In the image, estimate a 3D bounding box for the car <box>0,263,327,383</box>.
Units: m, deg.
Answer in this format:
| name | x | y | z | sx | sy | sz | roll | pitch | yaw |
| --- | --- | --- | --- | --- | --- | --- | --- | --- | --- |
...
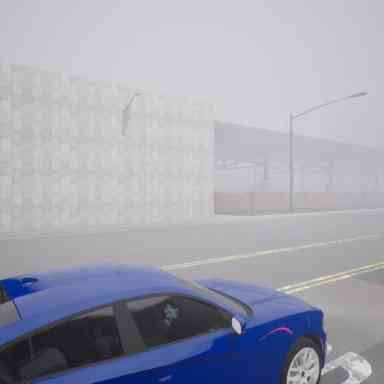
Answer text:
| name | x | y | z | sx | sy | sz | roll | pitch | yaw |
| --- | --- | --- | --- | --- | --- | --- | --- | --- | --- |
| car | -0.683 | 1.478 | 3.262 | 5.008 | 1.535 | 1.882 | 0 | 0 | -36 |
